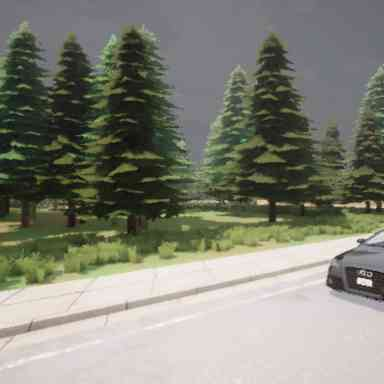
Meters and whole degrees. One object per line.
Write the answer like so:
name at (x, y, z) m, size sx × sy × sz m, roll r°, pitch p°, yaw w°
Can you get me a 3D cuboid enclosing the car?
car at (4.942, 1.564, 7.631) m, size 4.181 × 1.385 × 1.994 m, roll 0°, pitch 0°, yaw -36°
